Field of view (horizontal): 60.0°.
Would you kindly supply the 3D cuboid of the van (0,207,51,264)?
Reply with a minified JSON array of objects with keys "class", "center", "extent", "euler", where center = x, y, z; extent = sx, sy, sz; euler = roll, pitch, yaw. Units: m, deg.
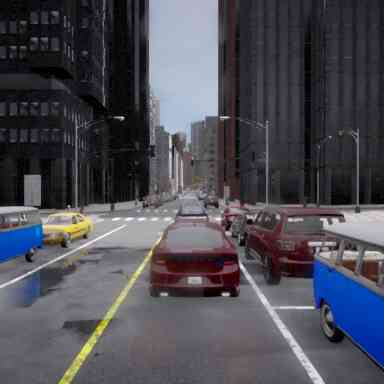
[{"class":"van","center":[-5.774,1.341,9.426],"extent":[1.690,1.788,3.998],"euler":[0,0,0]}]

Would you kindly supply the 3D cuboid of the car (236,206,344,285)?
[{"class":"car","center":[2.756,1.315,9.419],"extent":[2.192,1.841,5.009],"euler":[0,0,0]}]

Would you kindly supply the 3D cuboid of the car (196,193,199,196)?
[{"class":"car","center":[2.704,1.676,92.661],"extent":[1.947,1.339,4.313],"euler":[0,0,0]}]

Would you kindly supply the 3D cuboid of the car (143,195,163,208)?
[{"class":"car","center":[-5.795,1.337,47.515],"extent":[2.192,1.841,5.009],"euler":[0,0,0]}]

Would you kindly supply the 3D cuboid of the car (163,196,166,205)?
[{"class":"car","center":[-5.799,1.343,53.158],"extent":[2.192,1.841,5.009],"euler":[0,0,0]}]

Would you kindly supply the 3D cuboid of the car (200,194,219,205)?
[{"class":"car","center":[2.730,1.337,47.510],"extent":[2.192,1.841,5.009],"euler":[0,0,0]}]

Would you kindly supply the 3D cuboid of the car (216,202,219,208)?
[{"class":"car","center":[2.748,1.548,20.469],"extent":[1.887,1.381,4.507],"euler":[0,0,0]}]

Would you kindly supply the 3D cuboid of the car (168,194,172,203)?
[{"class":"car","center":[-5.808,1.621,70.088],"extent":[1.947,1.339,4.313],"euler":[0,0,0]}]

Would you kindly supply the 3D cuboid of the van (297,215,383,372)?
[{"class":"van","center":[2.760,1.341,3.893],"extent":[1.690,1.788,3.998],"euler":[0,0,0]}]

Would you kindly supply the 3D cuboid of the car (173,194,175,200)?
[{"class":"car","center":[-5.815,1.626,81.374],"extent":[1.887,1.381,4.507],"euler":[0,0,0]}]

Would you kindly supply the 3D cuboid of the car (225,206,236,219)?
[{"class":"car","center":[2.752,1.552,14.944],"extent":[2.008,1.369,4.403],"euler":[0,0,0]}]

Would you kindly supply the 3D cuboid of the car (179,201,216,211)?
[{"class":"car","center":[-0.009,1.494,19.017],"extent":[2.128,1.511,4.902],"euler":[0,0,0]}]

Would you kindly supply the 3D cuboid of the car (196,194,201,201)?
[{"class":"car","center":[2.707,1.641,87.016],"extent":[1.887,1.381,4.507],"euler":[0,0,0]}]

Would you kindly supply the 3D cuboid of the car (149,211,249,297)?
[{"class":"car","center":[0.062,1.478,8.608],"extent":[1.882,1.535,5.008],"euler":[0,0,0]}]

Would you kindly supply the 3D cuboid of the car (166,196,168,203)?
[{"class":"car","center":[-5.801,1.601,58.801],"extent":[1.947,1.339,4.313],"euler":[0,0,0]}]

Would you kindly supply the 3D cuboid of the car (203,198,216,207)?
[{"class":"car","center":[2.727,1.594,53.154],"extent":[1.947,1.339,4.313],"euler":[0,0,0]}]

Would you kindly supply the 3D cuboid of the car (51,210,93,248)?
[{"class":"car","center":[-5.775,1.527,14.780],"extent":[1.752,1.417,4.829],"euler":[0,0,0]}]
